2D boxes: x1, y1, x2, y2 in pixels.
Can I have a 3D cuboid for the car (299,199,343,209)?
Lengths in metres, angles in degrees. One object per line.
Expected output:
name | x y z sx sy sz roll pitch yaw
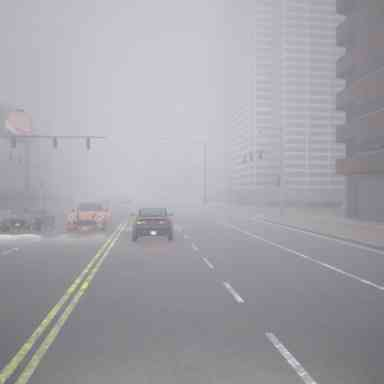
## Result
car | 16.726 1.532 42.853 4.718 1.301 1.895 0 0 -8

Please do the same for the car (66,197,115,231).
car | -6.118 1.384 20.234 2.097 1.767 4.553 0 0 -8

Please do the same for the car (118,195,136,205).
car | -11.408 1.446 58.670 2.033 1.411 5.357 0 0 -7

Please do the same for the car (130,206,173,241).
car | -1.973 1.478 16.489 1.837 1.490 4.892 0 0 -8

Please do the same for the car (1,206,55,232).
car | -9.582 1.559 19.734 1.994 1.385 4.181 0 0 -8

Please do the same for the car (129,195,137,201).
car | -14.646 1.380 83.040 1.812 1.442 4.674 0 0 -8

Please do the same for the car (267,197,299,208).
car | 12.784 1.403 45.832 5.008 1.535 1.882 0 0 -8

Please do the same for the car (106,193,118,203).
car | -16.074 1.408 67.544 1.812 1.442 4.674 0 0 -8

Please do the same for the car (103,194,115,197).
car | -14.507 1.468 55.411 1.994 1.385 4.181 0 0 -7

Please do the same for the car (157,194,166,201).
car | -7.616 1.212 83.293 2.097 1.767 4.553 0 0 -8

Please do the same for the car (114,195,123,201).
car | -17.913 1.454 81.087 1.895 1.301 4.718 0 0 -8
